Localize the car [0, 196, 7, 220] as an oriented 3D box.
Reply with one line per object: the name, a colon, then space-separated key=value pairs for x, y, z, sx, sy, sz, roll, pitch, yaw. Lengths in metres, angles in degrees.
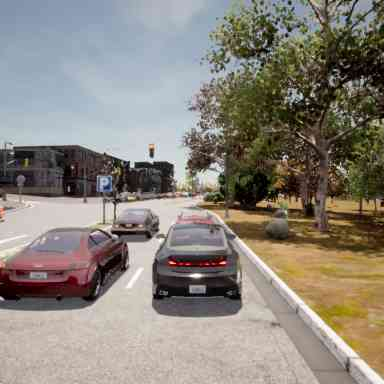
car: x=-16.639 y=1.404 z=24.959 sx=4.553 sy=1.767 sz=2.185 roll=-1 pitch=0 yaw=-19

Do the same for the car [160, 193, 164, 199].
car: x=-11.045 y=1.065 z=89.708 sx=5.566 sy=2.045 sz=2.435 roll=-1 pitch=0 yaw=-12

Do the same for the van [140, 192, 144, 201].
van: x=-13.275 y=1.093 z=71.751 sx=4.442 sy=1.987 sz=1.878 roll=-1 pitch=0 yaw=-14

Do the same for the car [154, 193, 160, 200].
car: x=-11.494 y=1.357 z=86.702 sx=4.674 sy=1.452 sz=2.002 roll=-1 pitch=0 yaw=-12

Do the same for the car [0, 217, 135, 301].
car: x=-2.905 y=1.574 z=8.400 sx=1.994 sy=1.385 sz=4.181 roll=0 pitch=0 yaw=1

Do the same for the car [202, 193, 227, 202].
car: x=4.634 y=1.142 z=68.340 sx=4.553 sy=1.767 sz=2.185 roll=1 pitch=0 yaw=-14

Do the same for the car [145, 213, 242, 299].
car: x=0.105 y=1.515 z=8.447 sx=1.837 sy=1.490 sz=4.892 roll=0 pitch=0 yaw=0

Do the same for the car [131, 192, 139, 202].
car: x=-13.831 y=1.315 z=65.759 sx=5.366 sy=1.575 sz=1.946 roll=-1 pitch=0 yaw=-15

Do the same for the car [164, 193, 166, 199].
car: x=-10.625 y=1.316 z=92.687 sx=5.008 sy=1.535 sz=2.097 roll=-1 pitch=0 yaw=-12

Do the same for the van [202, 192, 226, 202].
van: x=4.252 y=1.043 z=65.370 sx=4.442 sy=1.987 sz=1.878 roll=1 pitch=0 yaw=-14

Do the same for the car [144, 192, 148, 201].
car: x=-13.048 y=1.322 z=74.722 sx=4.892 sy=1.521 sz=2.231 roll=-1 pitch=0 yaw=-14

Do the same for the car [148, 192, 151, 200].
car: x=-12.677 y=1.359 z=77.718 sx=4.674 sy=1.452 sz=2.002 roll=-1 pitch=0 yaw=-13

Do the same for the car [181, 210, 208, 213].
car: x=0.150 y=1.625 z=17.716 sx=1.895 sy=1.301 sz=4.718 roll=0 pitch=0 yaw=0

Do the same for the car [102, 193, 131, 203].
car: x=-14.474 y=1.358 z=62.766 sx=4.792 sy=1.488 sz=2.163 roll=-1 pitch=0 yaw=-15

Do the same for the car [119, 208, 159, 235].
car: x=-2.853 y=1.572 z=17.619 sx=2.033 sy=1.411 sz=5.357 roll=0 pitch=0 yaw=1

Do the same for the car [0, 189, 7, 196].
car: x=-31.190 y=0.137 z=53.627 sx=2.002 sy=1.452 sz=4.674 roll=6 pitch=-3 yaw=-19

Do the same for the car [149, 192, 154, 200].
car: x=-12.306 y=1.359 z=80.720 sx=4.674 sy=1.452 sz=2.002 roll=-1 pitch=0 yaw=-13
